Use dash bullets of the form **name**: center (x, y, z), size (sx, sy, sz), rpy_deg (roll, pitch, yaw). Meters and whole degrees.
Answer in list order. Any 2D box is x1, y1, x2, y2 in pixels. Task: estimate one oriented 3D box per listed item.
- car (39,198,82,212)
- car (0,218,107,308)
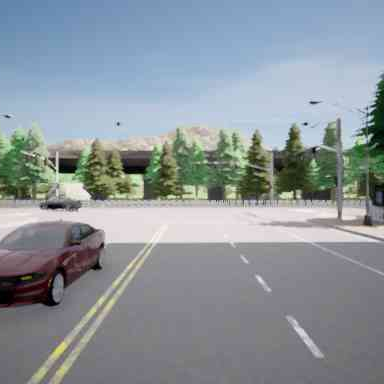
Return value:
- **car**: center (-15.246, 1.447, 38.636), size (4.902, 1.511, 2.128), rpy_deg (0, 0, 10)
- **car**: center (-3.550, 1.480, 8.221), size (1.882, 1.535, 5.008), rpy_deg (0, 0, 0)
